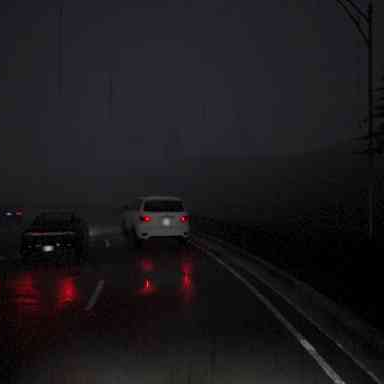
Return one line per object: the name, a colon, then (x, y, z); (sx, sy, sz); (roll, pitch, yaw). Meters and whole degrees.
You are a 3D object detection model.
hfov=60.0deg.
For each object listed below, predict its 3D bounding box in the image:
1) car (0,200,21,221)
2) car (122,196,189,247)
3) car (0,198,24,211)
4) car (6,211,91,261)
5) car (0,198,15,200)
car: (-13.793, 1.519, 24.070); (2.033, 1.411, 5.357); (0, 0, -40)
car: (-1.816, 1.184, 15.078); (2.150, 2.045, 5.566); (1, 0, -19)
car: (-23.119, 1.475, 41.189); (4.674, 1.442, 1.812); (0, -1, 29)
car: (-4.868, 1.470, 12.272); (2.128, 1.511, 4.902); (0, 0, -14)
car: (-20.071, 1.437, 34.869); (5.008, 1.535, 1.882); (0, -1, 36)
